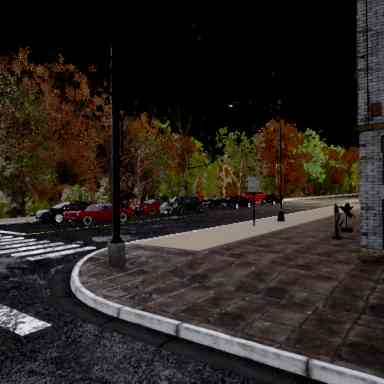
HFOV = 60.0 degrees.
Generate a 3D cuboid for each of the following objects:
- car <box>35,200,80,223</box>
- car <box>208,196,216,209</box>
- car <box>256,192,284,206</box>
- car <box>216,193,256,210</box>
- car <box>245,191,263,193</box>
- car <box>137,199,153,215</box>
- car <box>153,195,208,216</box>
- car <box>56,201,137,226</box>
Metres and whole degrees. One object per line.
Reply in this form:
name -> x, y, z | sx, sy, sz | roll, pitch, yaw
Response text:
car -> -8.926, 1.406, 24.399 | 1.837, 1.490, 4.892 | -1, 0, 36
car -> 2.532, 1.195, 39.968 | 2.128, 1.511, 4.902 | -1, 0, 36
car -> 11.129, 1.061, 46.103 | 1.837, 1.490, 4.892 | -1, 0, 37
car -> 5.068, 1.166, 37.929 | 1.837, 1.490, 4.892 | -1, 0, 36
car -> 8.726, 0.818, 48.320 | 2.150, 2.045, 5.566 | -1, 0, 37
car -> -3.648, 1.374, 31.572 | 1.994, 1.385, 4.181 | -1, 0, 36
car -> -0.906, 1.117, 29.821 | 2.097, 1.767, 4.553 | -1, 0, 36
car -> -6.298, 1.459, 22.481 | 1.895, 1.301, 4.718 | -1, 0, 36
